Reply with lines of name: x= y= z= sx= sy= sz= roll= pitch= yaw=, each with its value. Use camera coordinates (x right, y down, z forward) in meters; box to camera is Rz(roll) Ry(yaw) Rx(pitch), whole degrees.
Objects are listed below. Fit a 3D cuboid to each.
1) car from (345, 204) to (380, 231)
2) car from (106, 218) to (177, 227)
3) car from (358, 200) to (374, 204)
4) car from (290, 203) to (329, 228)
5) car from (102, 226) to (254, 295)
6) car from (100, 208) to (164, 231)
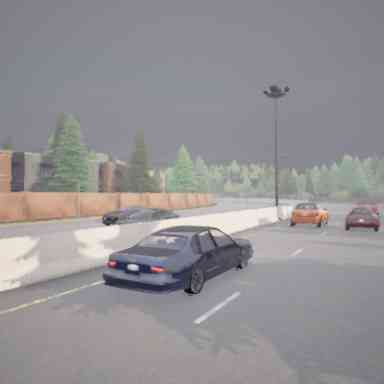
car: x=11.510 y=1.765 z=22.427 sx=1.994 sy=1.385 sz=4.181 roll=0 pitch=-1 yaw=29
car: x=-2.491 y=1.711 z=19.379 sx=1.837 sy=1.490 sz=4.892 roll=0 pitch=-1 yaw=29
car: x=18.529 y=1.667 z=35.477 sx=2.097 sy=1.767 sz=4.553 roll=0 pitch=-1 yaw=27
car: x=8.829 y=1.584 z=24.802 sx=2.097 sy=1.767 sz=4.553 roll=0 pitch=-1 yaw=29
car: x=0.000 y=1.642 z=9.132 sx=2.033 sy=1.411 sz=5.357 roll=0 pitch=-1 yaw=29
car: x=-4.125 y=1.855 z=23.606 sx=1.895 sy=1.301 sz=4.718 roll=0 pitch=-1 yaw=29
